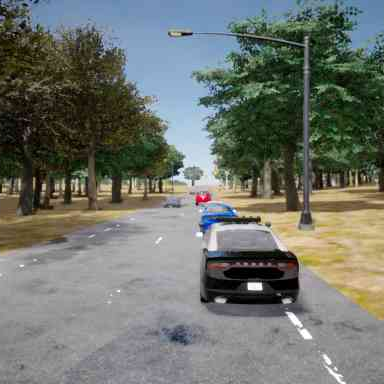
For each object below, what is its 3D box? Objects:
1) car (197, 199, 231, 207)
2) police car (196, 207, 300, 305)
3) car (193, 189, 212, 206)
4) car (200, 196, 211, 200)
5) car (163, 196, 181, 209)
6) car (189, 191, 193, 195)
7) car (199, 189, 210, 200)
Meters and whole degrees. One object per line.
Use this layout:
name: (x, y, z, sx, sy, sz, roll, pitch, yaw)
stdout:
car: (1.408, 1.401, 18.132, 1.882, 1.535, 5.008, 0, 1, 2)
police car: (1.129, 1.409, 8.303, 1.930, 1.638, 5.238, 0, 0, 1)
car: (1.624, 0.805, 46.168, 2.150, 2.045, 5.566, 0, 1, 3)
car: (1.673, 1.315, 24.300, 1.801, 1.575, 5.366, 0, 1, 3)
car: (-2.288, 1.217, 39.834, 2.033, 1.411, 5.357, 0, 1, 3)
car: (0.249, 0.263, 94.678, 1.895, 1.301, 4.718, 0, 1, 3)
car: (2.500, 0.466, 67.364, 2.150, 2.045, 5.566, 0, 1, 3)
